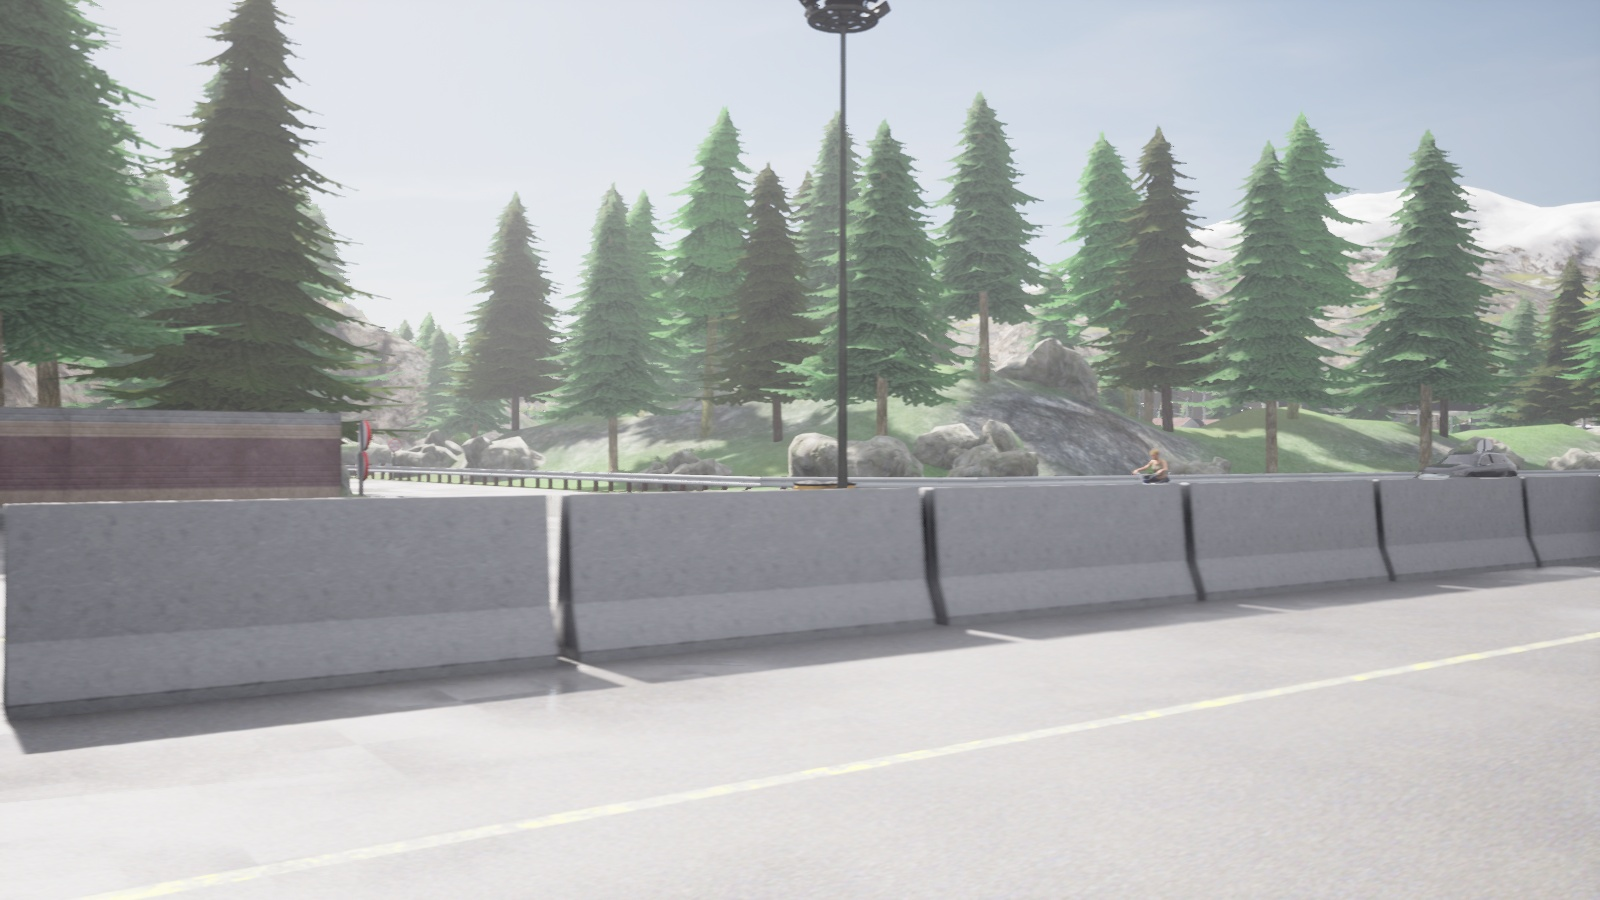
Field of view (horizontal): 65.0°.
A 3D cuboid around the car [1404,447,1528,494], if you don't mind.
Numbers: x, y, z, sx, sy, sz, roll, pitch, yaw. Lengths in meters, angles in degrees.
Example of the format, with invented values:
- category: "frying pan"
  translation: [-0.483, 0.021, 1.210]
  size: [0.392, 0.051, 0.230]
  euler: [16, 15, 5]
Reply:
- category: "car"
  translation: [24.598, 0.736, 46.304]
  size: [4.856, 1.649, 2.033]
  euler: [0, 0, -35]
